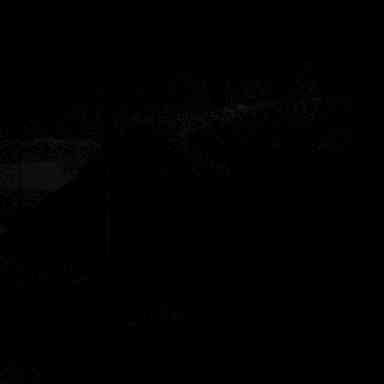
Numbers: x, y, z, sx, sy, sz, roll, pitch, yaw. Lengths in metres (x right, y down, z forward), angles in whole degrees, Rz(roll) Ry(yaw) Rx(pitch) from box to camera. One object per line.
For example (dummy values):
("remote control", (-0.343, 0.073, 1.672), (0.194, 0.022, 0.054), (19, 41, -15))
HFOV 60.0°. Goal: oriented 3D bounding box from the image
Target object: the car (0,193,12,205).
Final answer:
("car", (-21.137, 0.809, 35.936), (1.812, 1.442, 4.674), (1, 1, -9))
